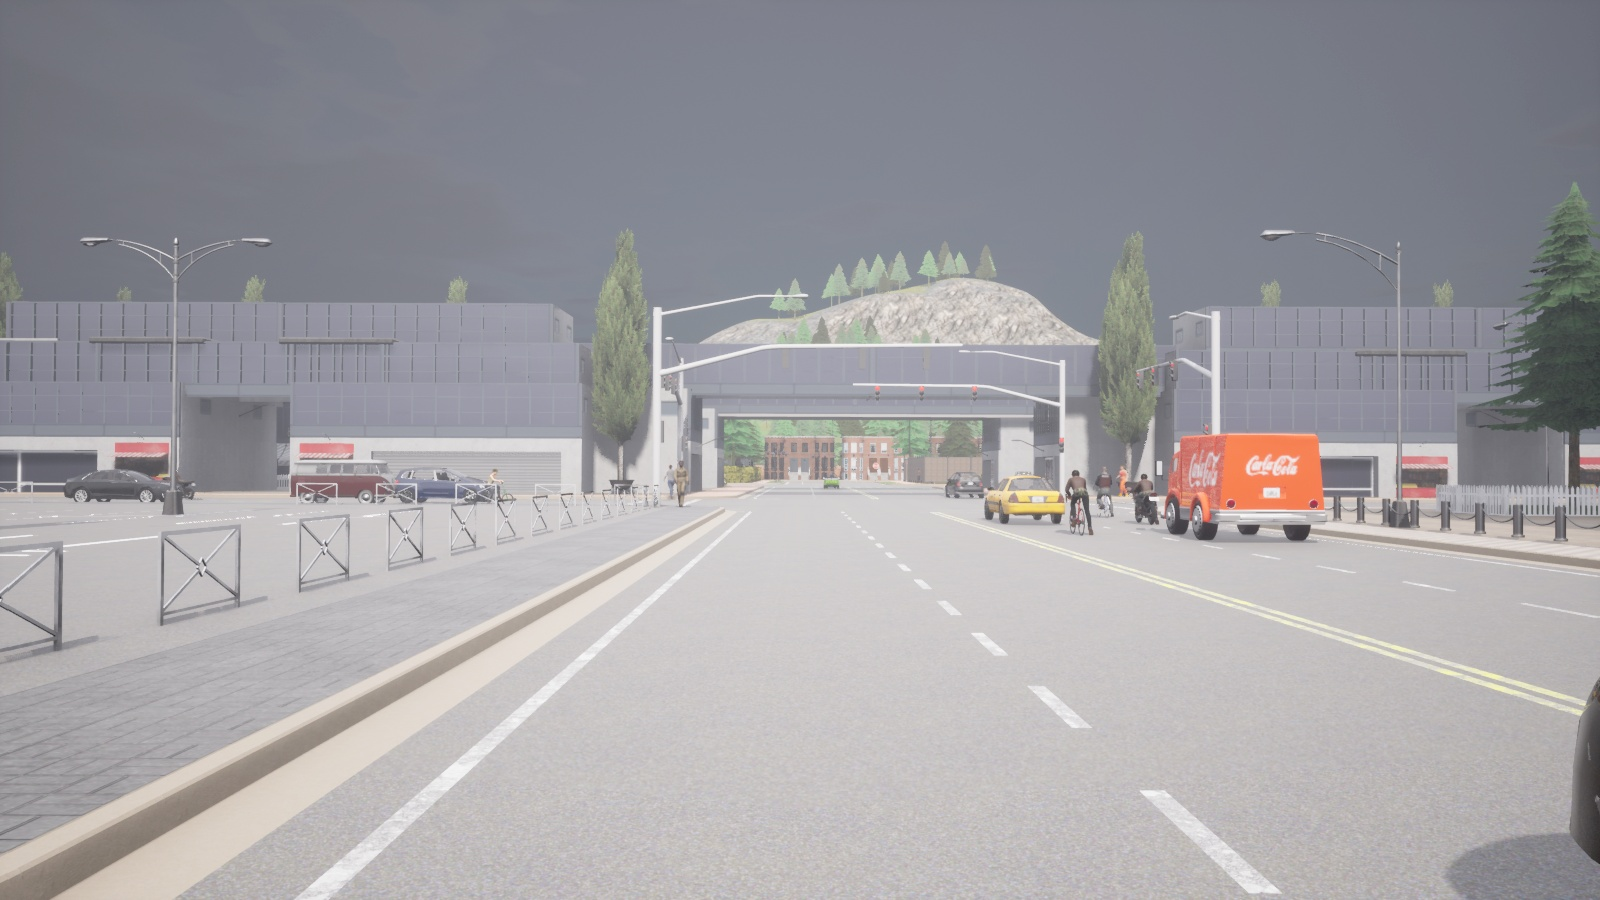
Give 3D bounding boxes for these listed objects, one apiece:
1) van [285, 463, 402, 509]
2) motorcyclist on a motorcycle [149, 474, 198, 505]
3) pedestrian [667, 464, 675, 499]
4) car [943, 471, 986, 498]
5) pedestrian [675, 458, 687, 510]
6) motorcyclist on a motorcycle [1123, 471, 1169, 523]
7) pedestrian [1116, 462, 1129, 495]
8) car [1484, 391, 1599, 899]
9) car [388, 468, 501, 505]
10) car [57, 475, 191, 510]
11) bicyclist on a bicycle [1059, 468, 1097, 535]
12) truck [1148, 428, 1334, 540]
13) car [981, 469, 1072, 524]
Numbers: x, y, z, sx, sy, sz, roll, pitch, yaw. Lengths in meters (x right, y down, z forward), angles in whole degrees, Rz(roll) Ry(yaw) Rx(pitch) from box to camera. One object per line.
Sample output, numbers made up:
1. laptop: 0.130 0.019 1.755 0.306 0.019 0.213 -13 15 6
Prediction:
1. van: -19.907 1.566 54.868 4.442 1.987 1.775 0 -1 1
2. motorcyclist on a motorcycle: -31.014 1.962 62.159 2.044 1.523 0.797 0 -1 2
3. pedestrian: -6.964 1.692 67.812 0.354 1.836 0.706 0 -1 -14
4. car: 9.660 1.994 73.990 1.789 1.549 3.705 0 -1 -5
5. pedestrian: -4.486 1.286 47.439 0.396 1.930 0.692 0 -1 -1
6. motorcyclist on a motorcycle: 10.410 1.389 37.836 0.797 1.523 2.044 0 -1 0
7. pedestrian: 18.184 1.587 70.818 0.594 1.836 0.345 0 -1 -18
8. car: 3.494 0.611 1.896 2.152 1.651 5.027 0 -1 0
9. car: -16.446 1.701 58.287 4.611 1.667 2.242 0 -1 1
10. car: -29.634 1.861 55.121 4.892 1.490 1.837 0 -1 2
11. bicyclist on a bicycle: 6.926 1.265 31.345 0.582 1.620 1.656 0 -1 0
12. truck: 10.424 0.793 30.231 2.627 2.467 5.204 0 -1 0
13. car: 6.909 1.376 38.809 1.801 1.575 5.366 0 -1 0
